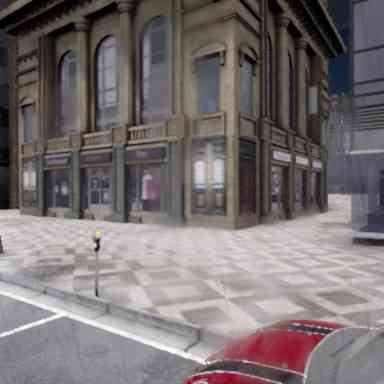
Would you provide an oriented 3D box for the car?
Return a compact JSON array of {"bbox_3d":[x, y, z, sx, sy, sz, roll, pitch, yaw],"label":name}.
[{"bbox_3d":[1.737,1.423,1.881,4.097,1.590,1.967,0,0,35],"label":"car"}]
